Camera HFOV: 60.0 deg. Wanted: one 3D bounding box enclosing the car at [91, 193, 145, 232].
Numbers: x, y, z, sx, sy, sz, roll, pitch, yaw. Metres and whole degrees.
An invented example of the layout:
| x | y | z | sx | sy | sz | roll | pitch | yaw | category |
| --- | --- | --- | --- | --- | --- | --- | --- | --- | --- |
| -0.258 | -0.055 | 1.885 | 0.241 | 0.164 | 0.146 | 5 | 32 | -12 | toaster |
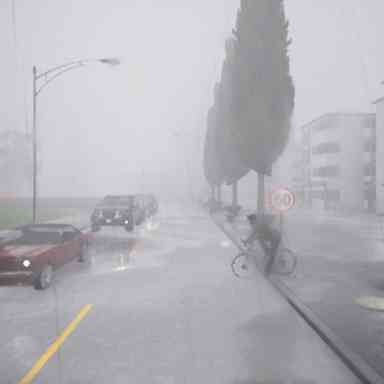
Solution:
| x | y | z | sx | sy | sz | roll | pitch | yaw | category |
| --- | --- | --- | --- | --- | --- | --- | --- | --- | --- |
| -4.438 | 1.179 | 20.256 | 2.150 | 2.045 | 5.566 | 0 | 0 | -1 | car |

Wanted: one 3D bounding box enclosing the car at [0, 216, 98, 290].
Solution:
| x | y | z | sx | sy | sz | roll | pitch | yaw | category |
| --- | --- | --- | --- | --- | --- | --- | --- | --- | --- |
| -4.247 | 1.581 | 9.131 | 1.895 | 1.301 | 4.718 | 0 | 0 | -1 | car |

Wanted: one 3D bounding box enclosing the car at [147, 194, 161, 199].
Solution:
| x | y | z | sx | sy | sz | roll | pitch | yaw | category |
| --- | --- | --- | --- | --- | --- | --- | --- | --- | --- |
| -10.655 | 1.213 | 92.738 | 3.633 | 1.501 | 1.845 | 0 | 0 | -1 | car |

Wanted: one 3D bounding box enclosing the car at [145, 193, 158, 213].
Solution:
| x | y | z | sx | sy | sz | roll | pitch | yaw | category |
| --- | --- | --- | --- | --- | --- | --- | --- | --- | --- |
| -4.596 | 1.151 | 32.582 | 2.150 | 2.045 | 5.566 | 0 | 0 | 0 | car |

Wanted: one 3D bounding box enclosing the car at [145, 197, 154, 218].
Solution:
| x | y | z | sx | sy | sz | roll | pitch | yaw | category |
| --- | --- | --- | --- | --- | --- | --- | --- | --- | --- |
| -4.447 | 1.421 | 26.282 | 1.882 | 1.535 | 5.008 | 0 | 0 | -1 | car |

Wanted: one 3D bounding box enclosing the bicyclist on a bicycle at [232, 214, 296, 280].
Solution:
| x | y | z | sx | sy | sz | roll | pitch | yaw | category |
| --- | --- | --- | --- | --- | --- | --- | --- | --- | --- |
| 1.770 | 1.365 | 8.393 | 1.656 | 1.620 | 0.582 | -6 | 0 | -1 | bicyclist on a bicycle |
